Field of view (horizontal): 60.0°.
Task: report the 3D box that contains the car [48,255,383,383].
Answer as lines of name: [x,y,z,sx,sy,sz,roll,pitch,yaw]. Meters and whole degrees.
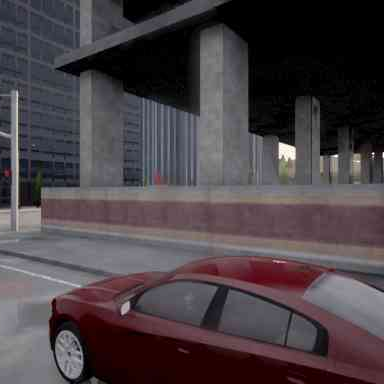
car: [0.405,1.478,3.700,5.008,1.535,1.882,0,0,35]
